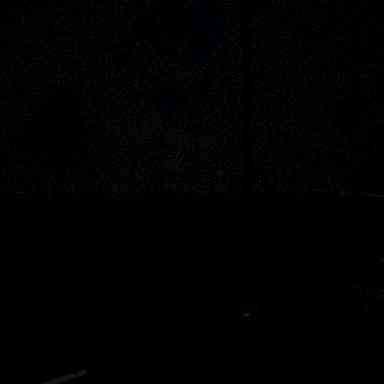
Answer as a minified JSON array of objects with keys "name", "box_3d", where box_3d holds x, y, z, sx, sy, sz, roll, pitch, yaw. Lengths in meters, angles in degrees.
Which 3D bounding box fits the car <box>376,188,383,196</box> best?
[{"name":"car","box_3d":[33.216,0.046,56.938,1.895,1.301,4.718,0,2,11]}]
